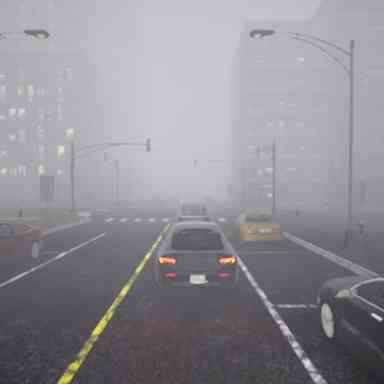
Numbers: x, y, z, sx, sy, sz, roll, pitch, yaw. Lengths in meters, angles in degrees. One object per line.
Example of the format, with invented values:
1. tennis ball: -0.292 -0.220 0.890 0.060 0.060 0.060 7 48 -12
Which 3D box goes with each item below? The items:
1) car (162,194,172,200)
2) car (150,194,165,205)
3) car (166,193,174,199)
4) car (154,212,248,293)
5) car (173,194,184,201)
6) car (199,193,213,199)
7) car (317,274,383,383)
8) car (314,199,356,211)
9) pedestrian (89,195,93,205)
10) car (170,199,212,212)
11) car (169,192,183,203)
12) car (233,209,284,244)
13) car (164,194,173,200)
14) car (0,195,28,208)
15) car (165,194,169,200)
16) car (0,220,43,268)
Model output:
1. car: -5.711 1.149 75.467 1.887 1.381 4.507 -1 0 0
2. car: -5.709 1.247 52.679 1.752 1.417 4.829 -1 0 0
3. car: -5.713 1.091 86.776 1.887 1.381 4.507 -1 0 0
4. car: 0.098 1.479 8.619 1.812 1.442 4.674 0 0 0
5. car: -3.008 1.133 74.807 2.128 1.511 4.902 0 0 0
6. car: 2.671 1.243 58.505 2.008 1.369 4.403 -1 0 0
7. car: 2.807 1.531 3.607 2.008 1.369 4.403 -1 0 0
8. car: 16.310 1.431 38.031 4.403 1.369 2.008 0 1 1
9. pedestrian: -12.553 0.990 41.369 0.375 1.300 0.375 0 1 1
10. car: 0.088 1.391 18.693 2.128 1.511 4.902 0 0 0
11. car: -3.053 1.236 59.098 2.033 1.411 5.357 0 0 1
12. car: 2.805 1.445 15.066 1.752 1.417 4.829 -1 0 0
13. car: -5.712 1.158 81.121 1.802 1.307 4.206 -1 0 0
14. car: -21.666 1.079 38.522 4.829 1.417 1.752 1 1 1
15. car: -5.709 1.258 58.504 1.947 1.339 4.313 -1 0 0
16. car: -5.833 1.494 9.308 1.887 1.381 4.507 -1 0 0
